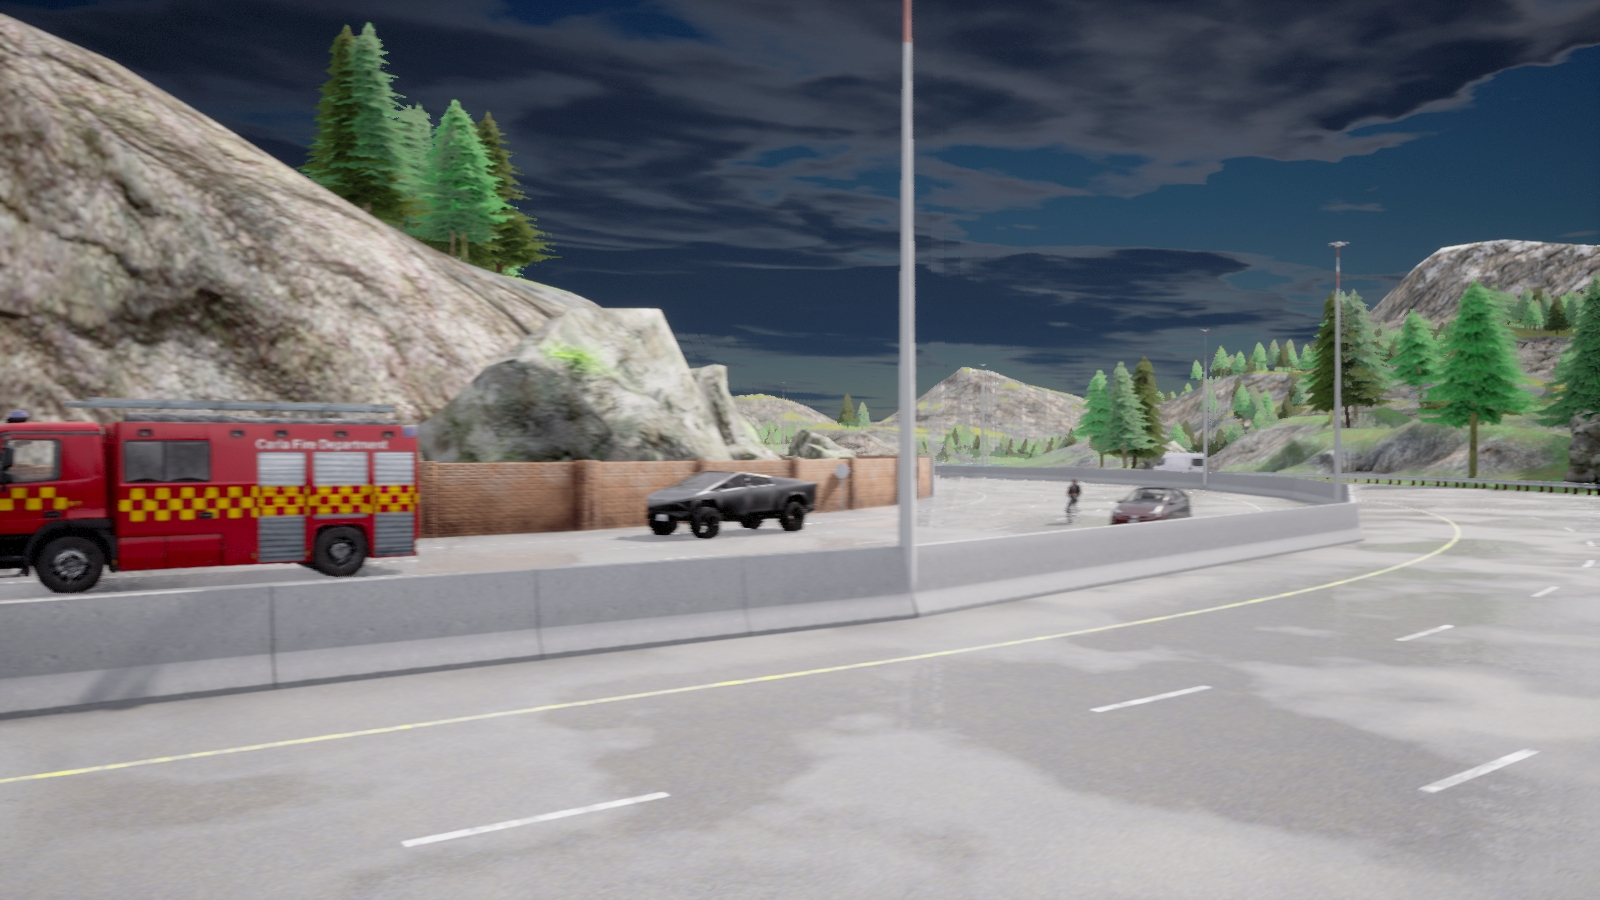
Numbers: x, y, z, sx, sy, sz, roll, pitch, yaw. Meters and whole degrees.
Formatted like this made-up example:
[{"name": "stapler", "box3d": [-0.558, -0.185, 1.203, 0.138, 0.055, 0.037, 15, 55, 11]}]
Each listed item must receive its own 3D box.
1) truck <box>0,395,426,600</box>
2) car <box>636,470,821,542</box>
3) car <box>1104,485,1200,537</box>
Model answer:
[{"name": "truck", "box3d": [-12.792, 0.886, 24.679, 8.468, 3.827, 2.891, 0, 0, -36]}, {"name": "car", "box3d": [-2.245, 1.758, 37.999, 2.390, 2.098, 6.274, 0, 0, 42]}, {"name": "car", "box3d": [12.215, 2.053, 39.444, 2.007, 1.525, 4.514, 0, 0, 33]}]
